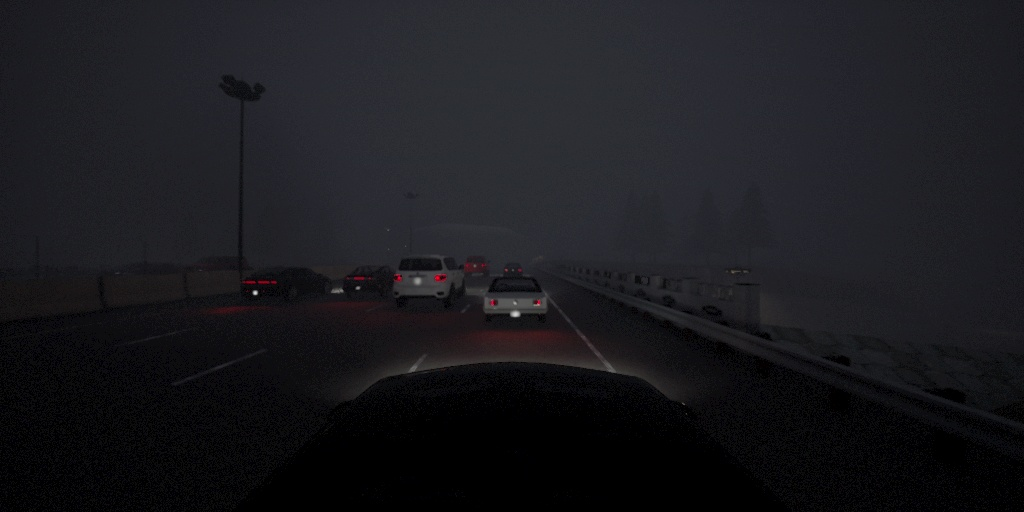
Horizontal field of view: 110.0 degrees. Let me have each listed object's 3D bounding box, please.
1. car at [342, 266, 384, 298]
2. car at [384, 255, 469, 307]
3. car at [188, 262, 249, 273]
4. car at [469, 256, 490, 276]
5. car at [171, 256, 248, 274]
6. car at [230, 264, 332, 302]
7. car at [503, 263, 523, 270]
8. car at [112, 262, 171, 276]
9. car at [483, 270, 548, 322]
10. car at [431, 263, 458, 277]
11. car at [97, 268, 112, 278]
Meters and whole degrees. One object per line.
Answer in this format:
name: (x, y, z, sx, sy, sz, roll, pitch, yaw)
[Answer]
car: (-6.903, 1.230, 18.505, 2.128, 1.511, 4.902, 0, 0, 0)
car: (-3.402, 0.962, 15.612, 2.150, 2.045, 5.566, 0, 0, 0)
car: (-21.103, 1.353, 26.962, 1.895, 1.301, 4.718, 0, 0, 0)
car: (-3.408, 1.025, 35.614, 2.150, 2.045, 5.566, 0, -1, 0)
car: (-24.601, 0.988, 29.954, 2.150, 2.045, 5.566, 0, 0, 0)
car: (-10.403, 1.245, 16.950, 1.837, 1.490, 4.892, 0, 0, 0)
car: (0.094, 1.338, 34.134, 2.033, 1.411, 5.357, 0, 0, 0)
car: (-28.099, 1.253, 28.765, 2.128, 1.511, 4.902, 0, 0, 0)
car: (0.099, 1.343, 12.313, 1.895, 1.301, 4.718, 0, 0, 0)
car: (-6.907, 1.381, 36.921, 1.994, 1.385, 4.181, 0, -1, 0)
car: (-31.596, 1.248, 30.227, 1.882, 1.535, 5.008, 0, 0, 0)
